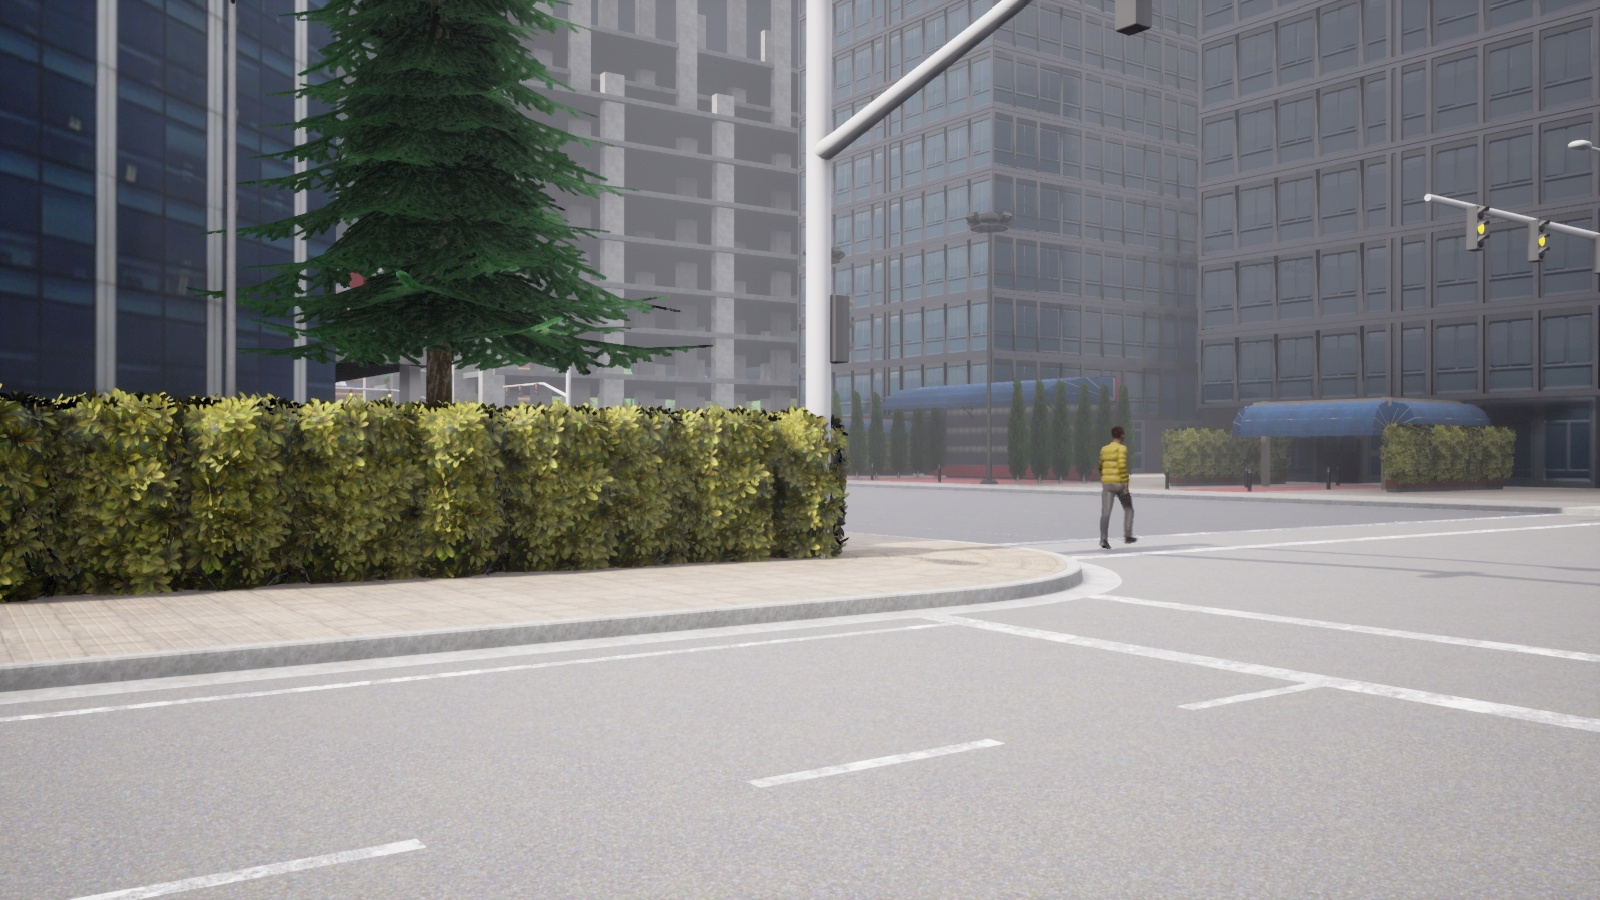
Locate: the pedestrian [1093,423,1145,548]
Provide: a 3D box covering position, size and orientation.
[{"bbox_3d":[4.796,0.519,18.887,0.709,1.840,0.431,0,0,-41],"label":"pedestrian"}]
